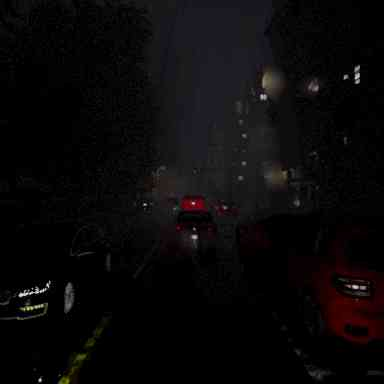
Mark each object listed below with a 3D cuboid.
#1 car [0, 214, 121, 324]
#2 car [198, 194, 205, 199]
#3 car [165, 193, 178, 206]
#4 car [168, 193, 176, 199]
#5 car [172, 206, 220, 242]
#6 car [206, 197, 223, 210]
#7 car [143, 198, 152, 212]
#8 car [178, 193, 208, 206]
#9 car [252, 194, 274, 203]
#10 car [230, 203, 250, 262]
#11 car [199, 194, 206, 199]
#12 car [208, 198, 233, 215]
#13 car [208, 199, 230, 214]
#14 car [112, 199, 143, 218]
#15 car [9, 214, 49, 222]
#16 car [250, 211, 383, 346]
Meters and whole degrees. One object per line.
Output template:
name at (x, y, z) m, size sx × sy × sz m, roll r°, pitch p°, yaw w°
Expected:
car at (-3.099, 1.473, 7.400) m, size 1.837 × 1.490 × 4.892 m, roll 0°, pitch 0°, yaw 0°
car at (2.714, 1.228, 94.703) m, size 1.887 × 1.381 × 4.507 m, roll 0°, pitch 0°, yaw 0°
car at (-2.986, 1.315, 50.752) m, size 2.128 × 1.511 × 4.902 m, roll 0°, pitch 0°, yaw 0°
car at (-5.667, 1.123, 94.705) m, size 1.967 × 1.590 × 4.097 m, roll 0°, pitch 0°, yaw 0°
car at (0.103, 1.535, 15.819) m, size 1.895 × 1.301 × 4.718 m, roll 0°, pitch 0°, yaw 0°
car at (2.699, 1.370, 40.238) m, size 1.752 × 1.417 × 4.829 m, roll 0°, pitch 0°, yaw 0°
car at (-5.682, 1.415, 34.438) m, size 2.008 × 1.369 × 4.403 m, roll 0°, pitch 0°, yaw 0°
car at (0.108, 1.095, 31.739) m, size 2.150 × 2.045 × 5.566 m, roll 0°, pitch 0°, yaw 0°
car at (14.634, 1.348, 67.056) m, size 5.009 × 1.841 × 2.192 m, roll 1°, pitch -1°, yaw 0°
car at (2.692, 1.390, 11.915) m, size 1.967 × 1.590 × 4.097 m, roll 0°, pitch 0°, yaw 0°
car at (2.713, 1.222, 89.338) m, size 1.752 × 1.417 × 4.829 m, roll 0°, pitch 0°, yaw 0°
car at (2.696, 1.325, 28.805) m, size 1.967 × 1.590 × 4.097 m, roll 0°, pitch 0°, yaw 0°
car at (2.698, 1.430, 34.436) m, size 1.947 × 1.339 × 4.313 m, roll 0°, pitch 0°, yaw 0°
car at (-5.684, 1.410, 28.638) m, size 1.752 × 1.417 × 4.829 m, roll 0°, pitch 0°, yaw 0°
car at (-5.688, 1.500, 11.917) m, size 2.008 × 1.369 × 4.403 m, roll 0°, pitch 0°, yaw 0°
car at (2.689, 1.289, 6.284) m, size 2.192 × 1.841 × 5.009 m, roll 0°, pitch 0°, yaw 0°
